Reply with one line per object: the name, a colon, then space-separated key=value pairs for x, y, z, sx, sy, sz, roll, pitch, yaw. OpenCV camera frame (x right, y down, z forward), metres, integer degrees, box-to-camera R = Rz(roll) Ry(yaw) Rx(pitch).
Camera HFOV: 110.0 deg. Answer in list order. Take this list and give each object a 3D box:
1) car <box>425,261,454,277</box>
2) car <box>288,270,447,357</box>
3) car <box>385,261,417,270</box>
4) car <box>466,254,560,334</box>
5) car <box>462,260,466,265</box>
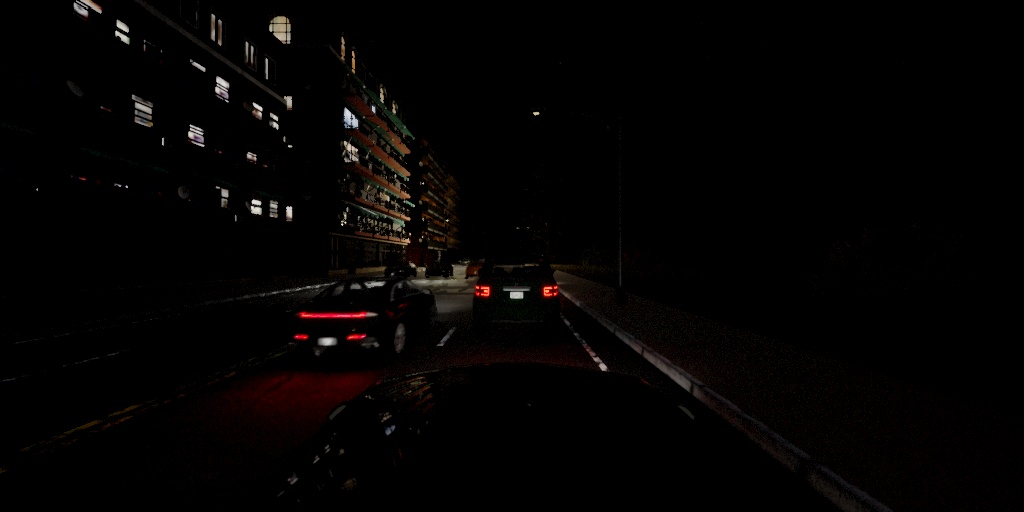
car: x=-6.507 y=1.229 z=32.394 sx=1.882 sy=1.535 sz=5.008 roll=0 pitch=0 yaw=0
car: x=-3.131 y=1.242 z=8.522 sx=2.128 sy=1.511 sz=4.902 roll=0 pitch=0 yaw=0
car: x=-9.758 y=1.243 z=31.759 sx=2.128 sy=1.511 sz=4.902 roll=0 pitch=0 yaw=0
car: x=0.121 y=0.973 z=10.733 sx=2.150 sy=2.045 sz=5.566 roll=0 pitch=0 yaw=0
car: x=-3.055 y=1.229 z=32.720 sx=1.882 sy=1.535 sz=5.008 roll=0 pitch=0 yaw=0
